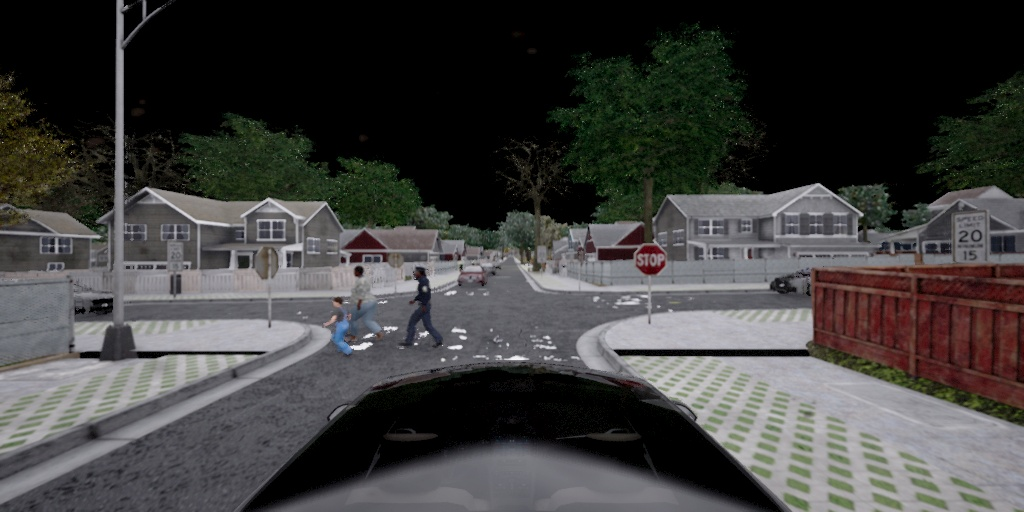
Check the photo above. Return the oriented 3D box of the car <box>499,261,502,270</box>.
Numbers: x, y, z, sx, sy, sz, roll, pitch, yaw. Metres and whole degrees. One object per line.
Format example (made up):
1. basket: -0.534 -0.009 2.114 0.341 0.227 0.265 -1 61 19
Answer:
1. car: -2.751 1.618 61.379 1.837 1.490 4.892 0 -1 0

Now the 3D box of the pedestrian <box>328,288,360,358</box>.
1. pedestrian: -3.387 1.358 7.233 0.375 1.300 0.375 0 0 0

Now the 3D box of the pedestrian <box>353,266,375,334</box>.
1. pedestrian: -3.539 1.086 8.435 0.375 1.860 0.375 0 0 0

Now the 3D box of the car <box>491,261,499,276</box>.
1. car: -2.839 1.515 41.033 1.812 1.442 4.674 0 0 0

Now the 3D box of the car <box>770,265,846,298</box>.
1. car: 14.408 1.132 16.517 4.181 1.385 1.994 -1 0 -1

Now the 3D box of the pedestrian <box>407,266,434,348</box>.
1. pedestrian: -1.992 1.082 7.834 0.375 1.860 0.375 0 0 0

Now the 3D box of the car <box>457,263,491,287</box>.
1. car: -2.843 1.429 26.658 1.812 1.442 4.674 0 0 0

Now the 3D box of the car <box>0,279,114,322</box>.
1. car: -17.539 1.604 13.273 4.892 1.490 1.837 -1 0 -1
